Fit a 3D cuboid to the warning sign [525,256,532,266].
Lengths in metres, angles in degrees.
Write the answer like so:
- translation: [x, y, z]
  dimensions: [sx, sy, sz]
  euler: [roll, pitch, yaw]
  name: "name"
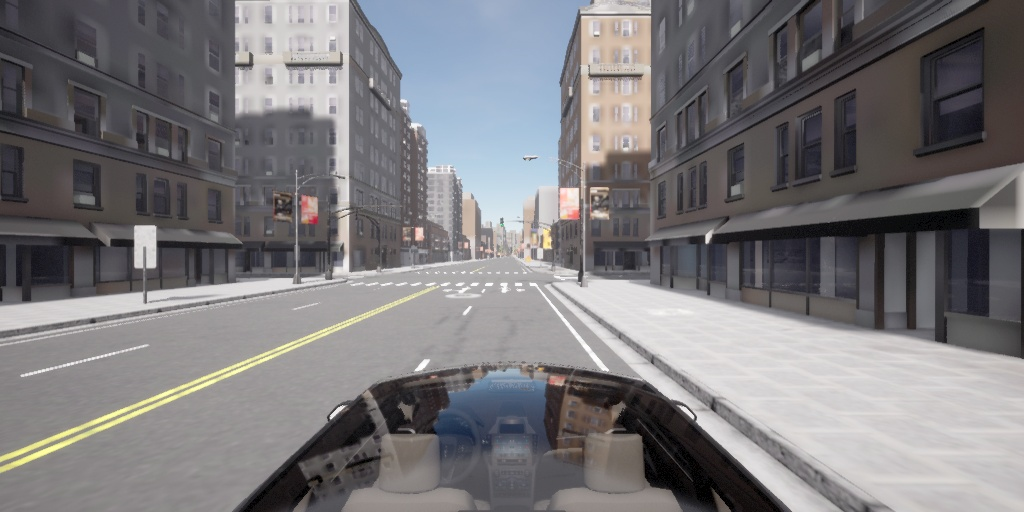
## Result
- translation: [2.850, 0.844, 62.398]
  dimensions: [1.300, 1.860, 1.060]
  euler: [0, 0, 0]
  name: "warning sign"
